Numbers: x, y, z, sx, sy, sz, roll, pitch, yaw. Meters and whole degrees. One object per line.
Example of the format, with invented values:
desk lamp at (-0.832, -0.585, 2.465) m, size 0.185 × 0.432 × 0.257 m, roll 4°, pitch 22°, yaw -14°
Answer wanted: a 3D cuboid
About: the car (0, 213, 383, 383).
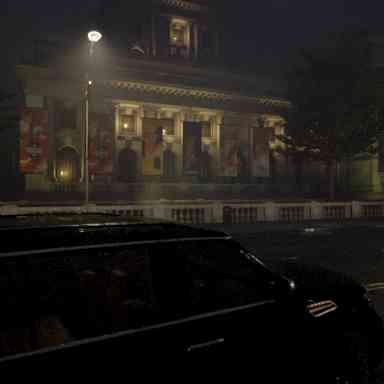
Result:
car at (-0.572, 1.223, 3.025) m, size 5.566 × 2.045 × 2.150 m, roll 0°, pitch 0°, yaw -34°
